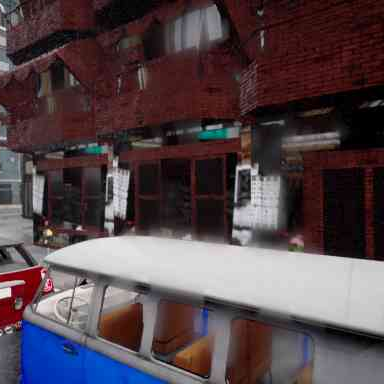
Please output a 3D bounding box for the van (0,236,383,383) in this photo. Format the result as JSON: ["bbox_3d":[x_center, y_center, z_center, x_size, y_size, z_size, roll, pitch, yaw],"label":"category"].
[{"bbox_3d":[0.286,1.341,2.530,3.998,1.788,1.690,0,-1,35],"label":"van"}]
